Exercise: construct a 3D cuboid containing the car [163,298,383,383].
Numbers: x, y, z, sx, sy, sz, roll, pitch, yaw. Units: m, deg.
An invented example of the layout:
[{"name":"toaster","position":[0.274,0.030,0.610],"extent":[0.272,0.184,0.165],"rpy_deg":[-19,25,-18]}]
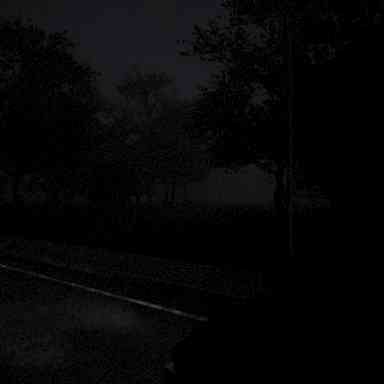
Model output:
[{"name":"car","position":[2.072,1.601,2.513],"extent":[4.718,1.301,1.895],"rpy_deg":[0,0,36]}]
